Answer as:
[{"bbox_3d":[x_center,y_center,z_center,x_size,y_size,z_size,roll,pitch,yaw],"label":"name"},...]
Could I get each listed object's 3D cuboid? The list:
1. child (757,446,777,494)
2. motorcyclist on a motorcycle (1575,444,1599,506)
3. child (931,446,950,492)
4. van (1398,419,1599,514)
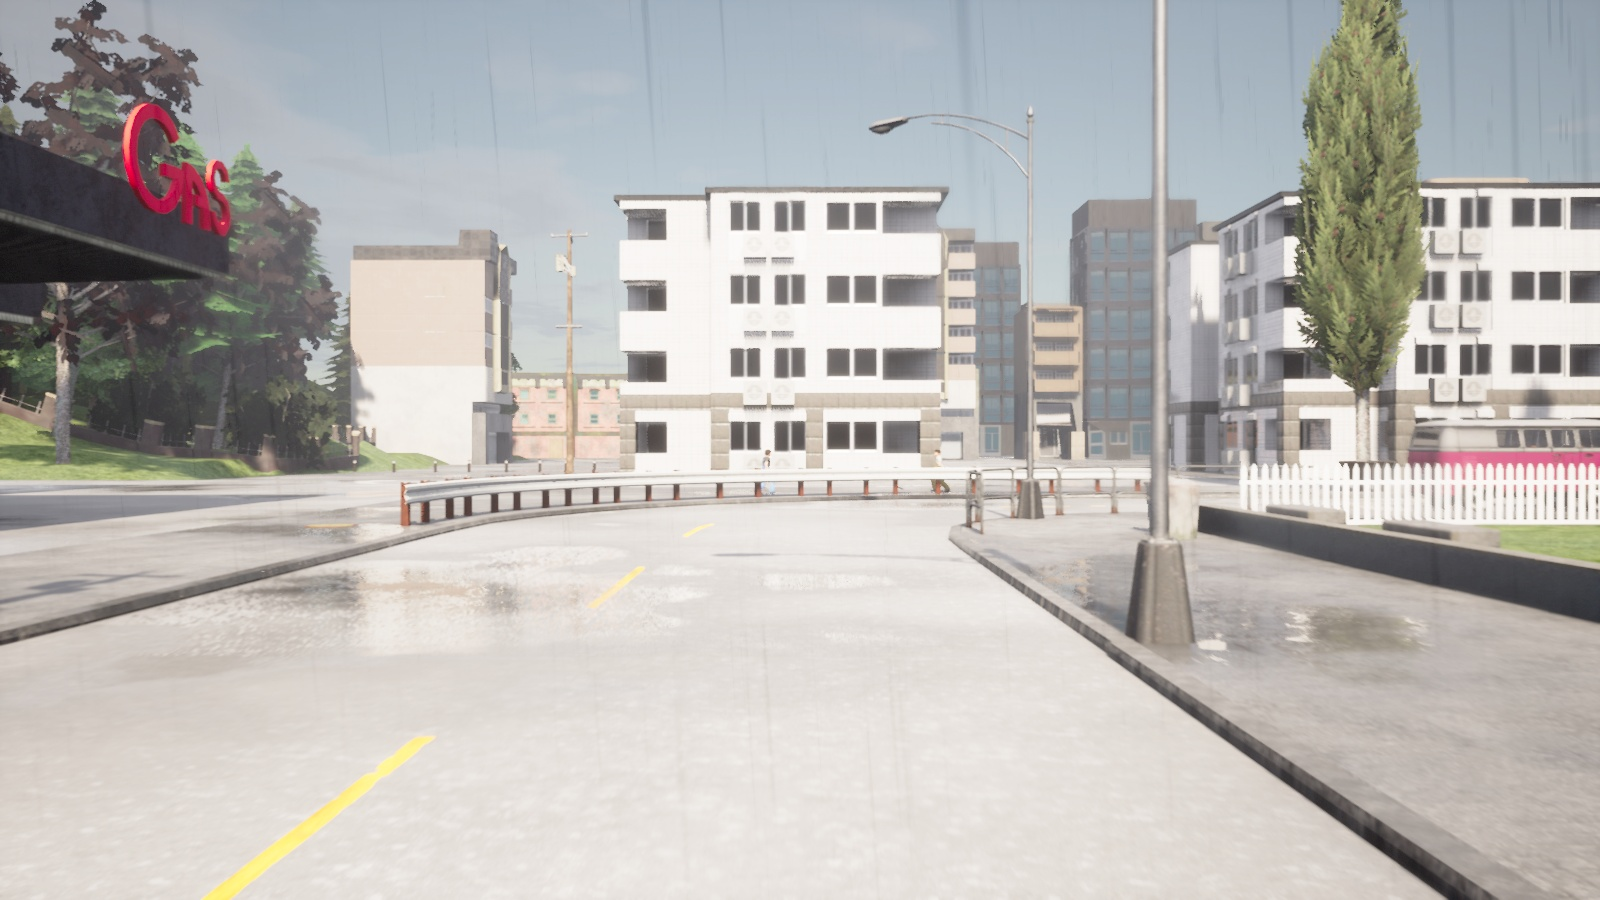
[{"bbox_3d":[-0.867,0.533,33.181,0.437,1.263,0.270,0,0,-38],"label":"child"},{"bbox_3d":[20.571,0.609,31.100,2.191,1.530,0.866,0,0,0],"label":"motorcyclist on a motorcycle"},{"bbox_3d":[3.871,0.528,34.654,0.437,1.263,0.270,0,0,-16],"label":"child"},{"bbox_3d":[15.569,0.346,27.140,4.442,1.987,1.775,0,0,0],"label":"van"}]
